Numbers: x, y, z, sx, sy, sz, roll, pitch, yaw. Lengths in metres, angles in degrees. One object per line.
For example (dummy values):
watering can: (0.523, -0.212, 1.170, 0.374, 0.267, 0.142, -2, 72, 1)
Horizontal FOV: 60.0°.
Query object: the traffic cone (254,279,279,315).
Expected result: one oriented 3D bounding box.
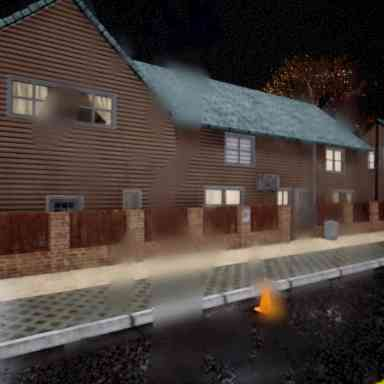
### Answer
traffic cone: (1.415, 1.954, 6.312, 0.340, 0.580, 0.340, 0, 0, -34)
